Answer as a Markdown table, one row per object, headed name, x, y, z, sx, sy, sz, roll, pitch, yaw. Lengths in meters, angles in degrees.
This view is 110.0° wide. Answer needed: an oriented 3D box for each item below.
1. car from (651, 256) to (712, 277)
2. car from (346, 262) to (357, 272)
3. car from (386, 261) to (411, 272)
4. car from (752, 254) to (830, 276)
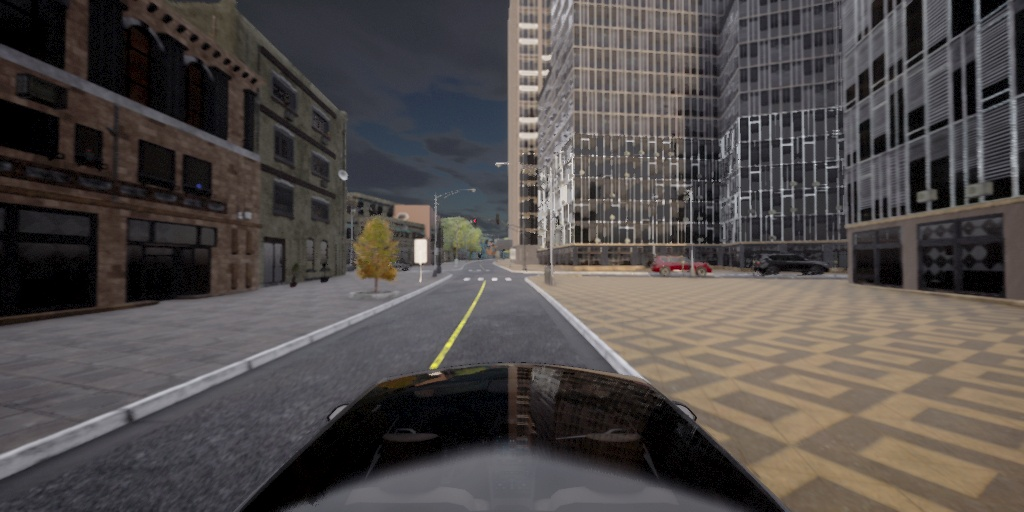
| name | x | y | z | sx | sy | sz | roll | pitch | yaw |
| --- | --- | --- | --- | --- | --- | --- | --- | --- | --- |
| car | 15.403 | 0.912 | 32.860 | 5.009 | 1.841 | 2.192 | 0 | 0 | 17 |
| car | -21.066 | 1.324 | 44.315 | 4.313 | 1.339 | 1.948 | 0 | 0 | 17 |
| car | -15.098 | 1.289 | 45.161 | 5.008 | 1.535 | 1.882 | 1 | -1 | 17 |
| car | 25.221 | 0.816 | 32.650 | 5.566 | 2.045 | 2.150 | 0 | -1 | 17 |
